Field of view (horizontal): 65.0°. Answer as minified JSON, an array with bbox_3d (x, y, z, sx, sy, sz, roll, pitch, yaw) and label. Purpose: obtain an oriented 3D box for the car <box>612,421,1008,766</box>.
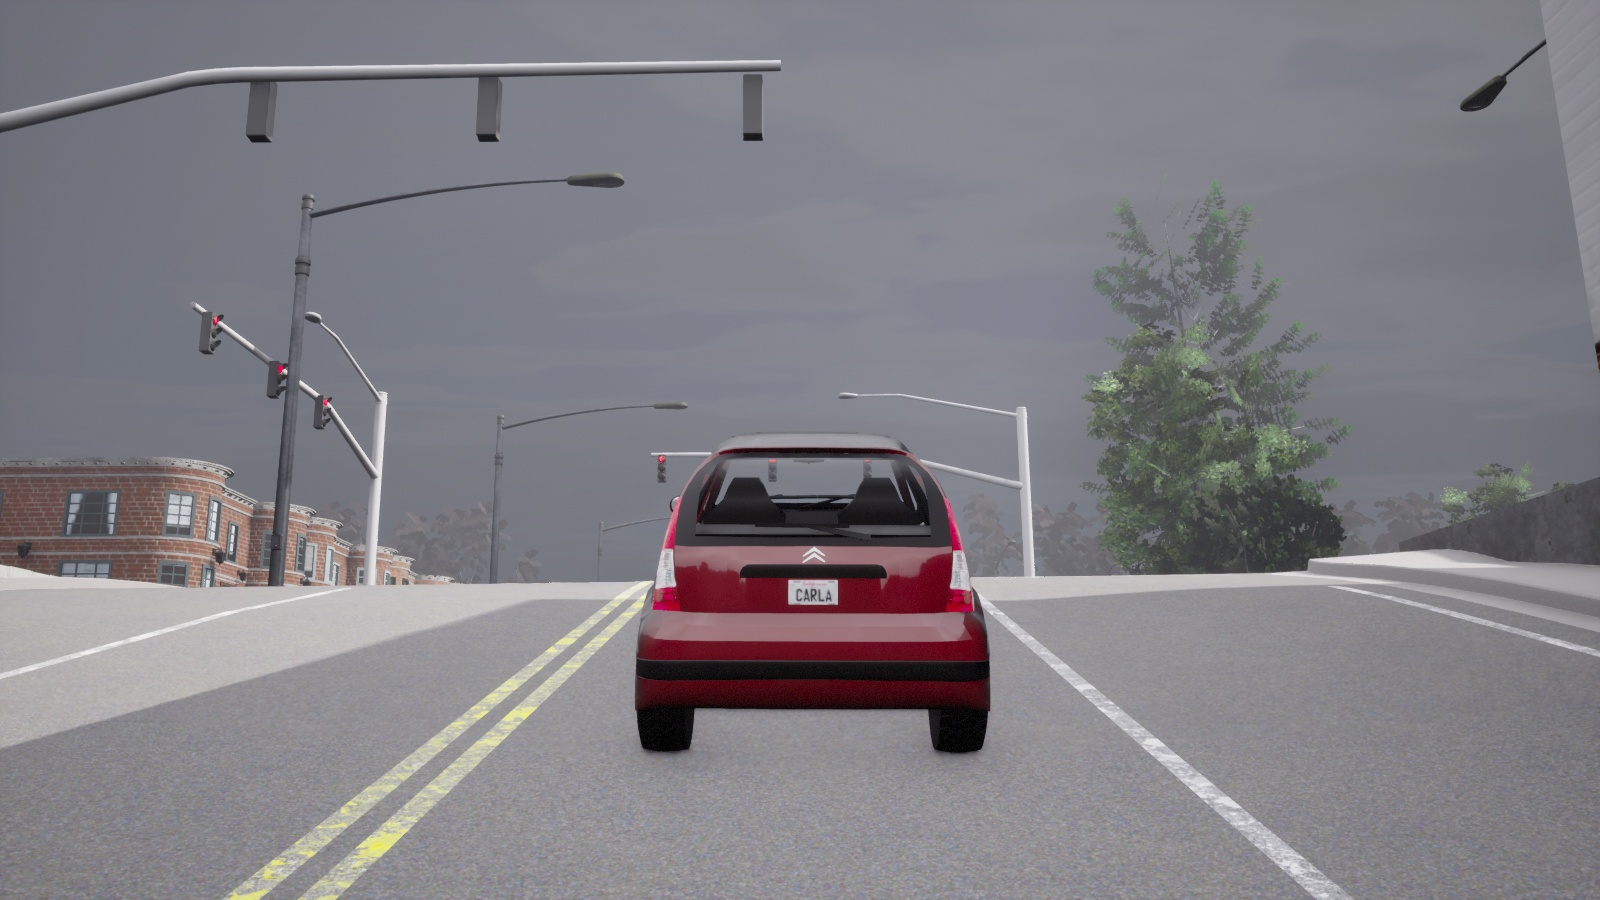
[{"bbox_3d":[0.050,0.677,7.903,1.851,1.617,3.988,0,0,0],"label":"car"}]
